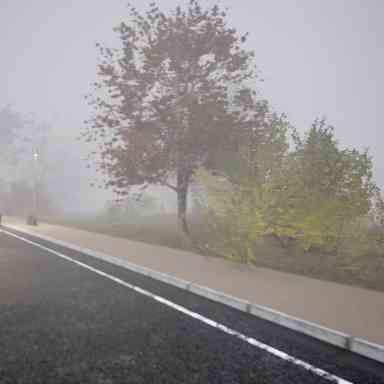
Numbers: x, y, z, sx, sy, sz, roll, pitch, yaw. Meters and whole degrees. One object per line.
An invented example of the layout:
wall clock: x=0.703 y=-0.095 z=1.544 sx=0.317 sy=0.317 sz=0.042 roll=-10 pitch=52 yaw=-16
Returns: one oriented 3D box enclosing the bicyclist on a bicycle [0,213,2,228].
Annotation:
bicyclist on a bicycle: x=-12.846 y=2.011 z=21.974 sx=0.582 sy=1.620 sz=1.656 roll=1 pitch=-2 yaw=-39
